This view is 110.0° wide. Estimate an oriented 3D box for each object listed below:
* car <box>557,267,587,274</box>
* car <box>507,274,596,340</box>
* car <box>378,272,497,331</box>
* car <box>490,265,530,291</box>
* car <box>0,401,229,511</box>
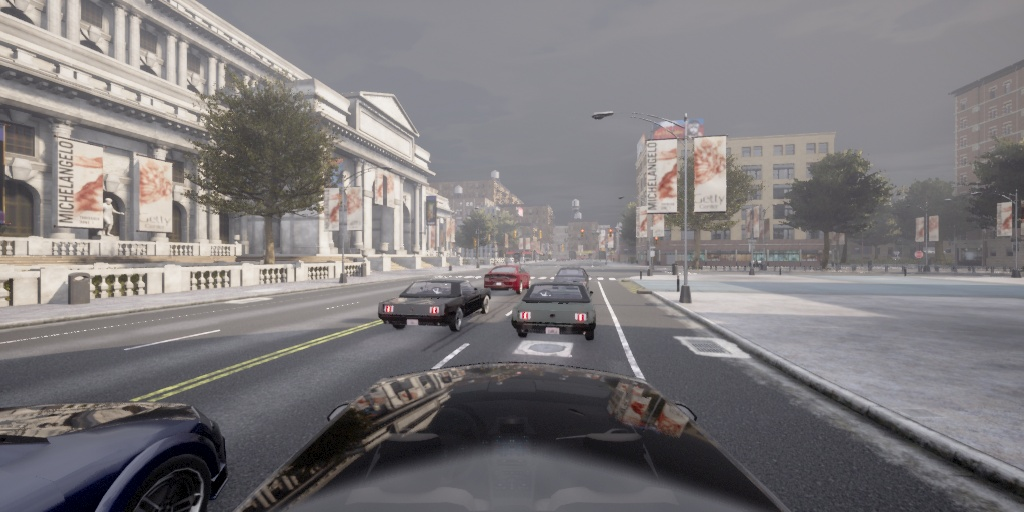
[{"bbox_3d":[3.242,1.297,19.372,2.033,1.411,5.357,0,0,12],"label":"car"},{"bbox_3d":[1.316,1.351,10.020,1.895,1.301,4.718,0,0,11],"label":"car"},{"bbox_3d":[-2.029,1.351,11.027,1.895,1.301,4.718,0,0,11],"label":"car"},{"bbox_3d":[-0.152,1.228,20.180,1.882,1.535,5.008,0,0,12],"label":"car"},{"bbox_3d":[-3.158,1.314,1.037,1.994,1.385,4.181,0,0,-2],"label":"car"}]
